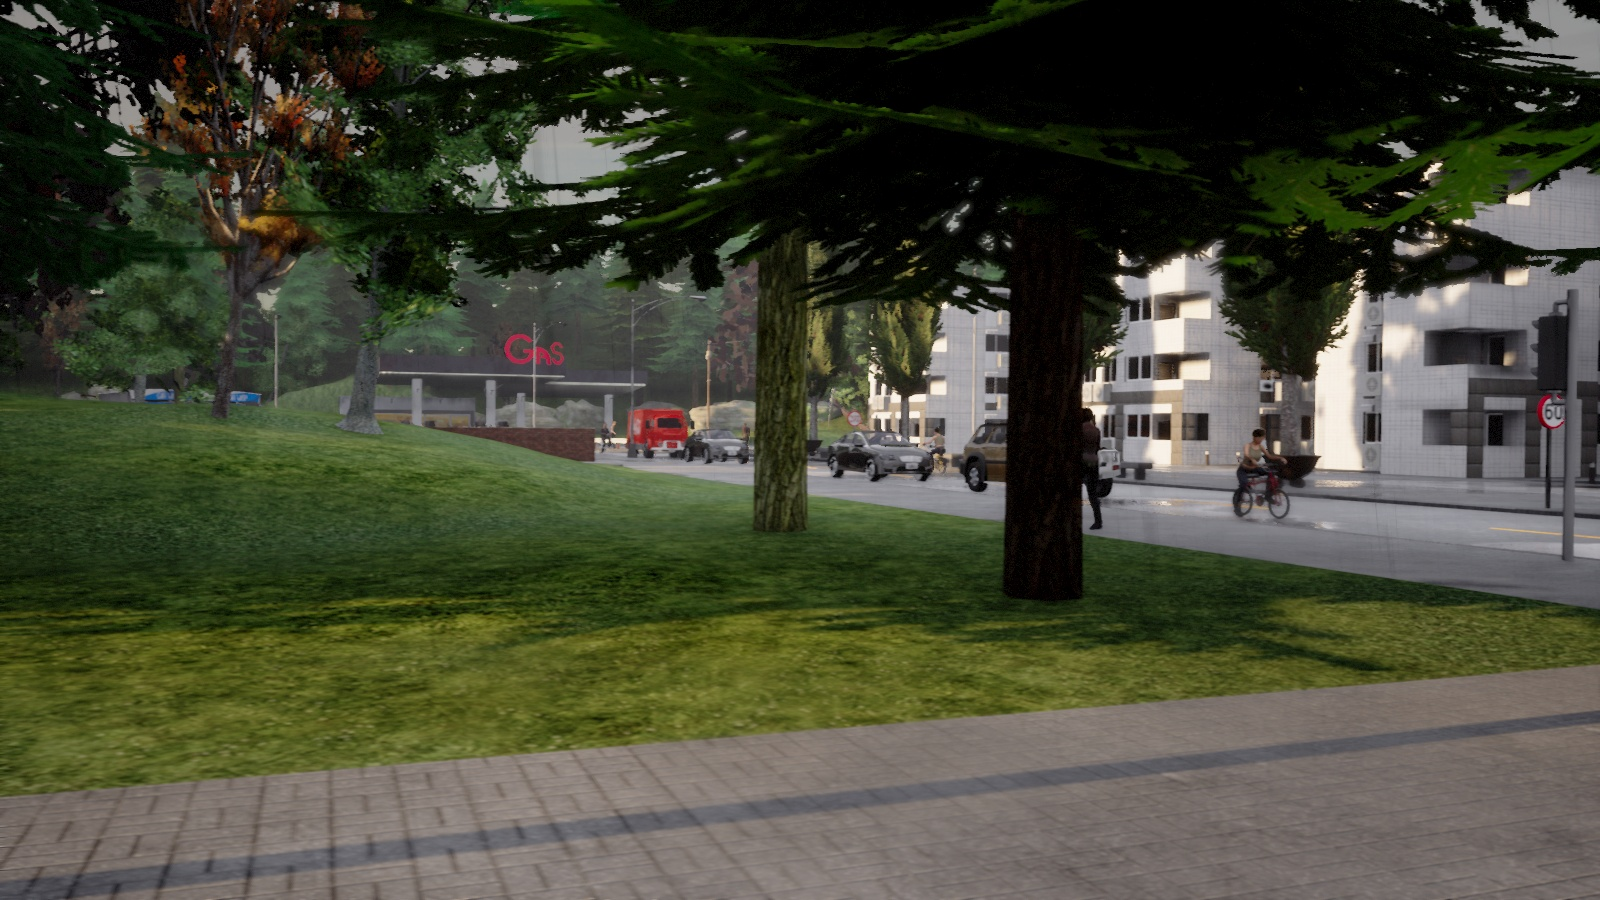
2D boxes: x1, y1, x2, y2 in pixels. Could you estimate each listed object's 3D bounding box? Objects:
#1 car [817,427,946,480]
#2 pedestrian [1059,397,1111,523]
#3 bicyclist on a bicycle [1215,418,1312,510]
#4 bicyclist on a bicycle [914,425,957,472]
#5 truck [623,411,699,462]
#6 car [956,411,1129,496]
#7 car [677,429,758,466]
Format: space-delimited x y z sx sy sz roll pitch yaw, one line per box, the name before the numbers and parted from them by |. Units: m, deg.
car | 2.422 0.066 38.707 2.128 1.511 4.902 -1 1 -21
pedestrian | 4.186 0.140 18.487 0.328 1.805 0.869 -1 1 -18
bicyclist on a bicycle | 8.432 0.239 22.896 0.866 1.612 1.509 -1 1 -20
bicyclist on a bicycle | 4.730 -0.071 43.915 0.866 1.612 1.509 -1 1 -21
truck | -7.135 -0.678 63.994 2.627 2.467 5.204 -1 1 -20
car | 5.684 0.032 30.082 1.932 1.855 4.605 -1 1 -21
car | -3.651 -0.129 54.750 2.128 1.511 4.902 -1 1 -21
